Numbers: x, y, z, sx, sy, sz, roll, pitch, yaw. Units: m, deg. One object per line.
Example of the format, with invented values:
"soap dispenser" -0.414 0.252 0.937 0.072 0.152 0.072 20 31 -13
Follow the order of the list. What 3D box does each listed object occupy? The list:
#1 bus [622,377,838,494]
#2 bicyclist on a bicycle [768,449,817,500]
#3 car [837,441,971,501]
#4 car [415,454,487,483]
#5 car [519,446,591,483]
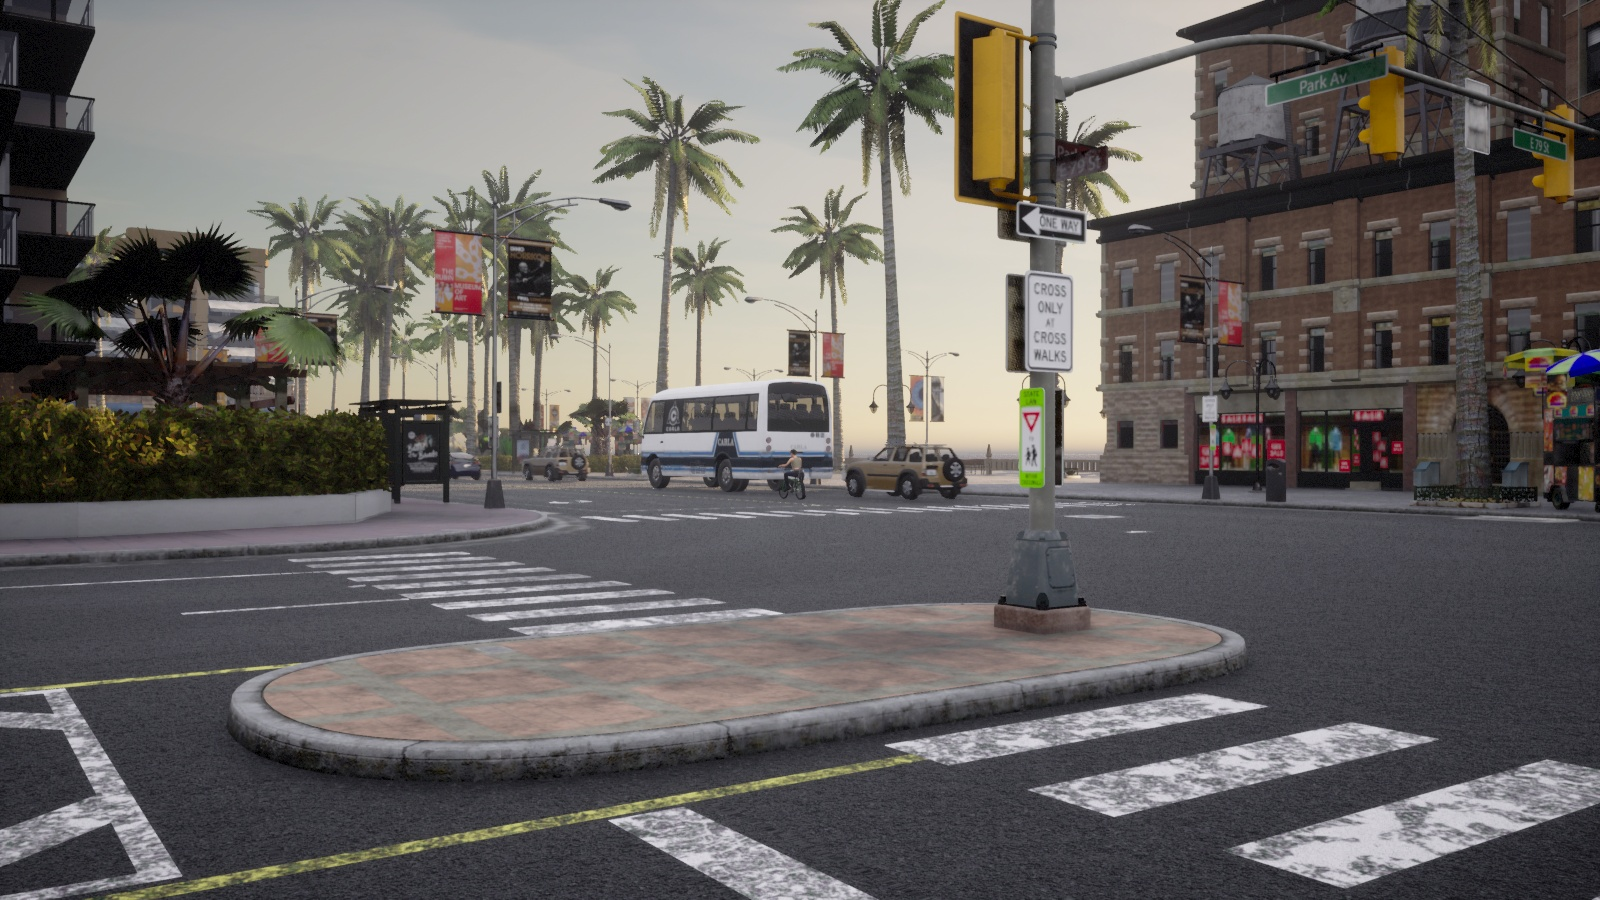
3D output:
"bus" -3.096 -0.503 50.802 3.944 4.253 10.273 0 0 -34
"bicyclist on a bicycle" -0.256 0.780 40.345 0.866 1.612 1.509 0 0 -34
"car" 3.352 0.656 41.275 1.932 1.855 4.605 0 0 -34
"car" -18.679 0.948 67.080 2.163 1.488 4.792 0 0 -37
"car" -12.650 0.746 64.717 1.932 1.855 4.605 0 0 -35
